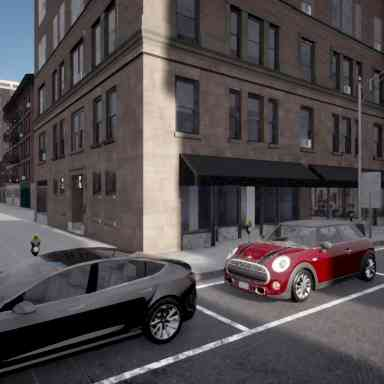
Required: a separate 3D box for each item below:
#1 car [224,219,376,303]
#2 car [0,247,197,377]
[{"bbox_3d":[2.700,1.440,8.166,4.097,1.590,1.967,0,0,-36],"label":"car"},{"bbox_3d":[-1.903,1.566,4.835,4.313,1.339,1.947,0,0,-36],"label":"car"}]
